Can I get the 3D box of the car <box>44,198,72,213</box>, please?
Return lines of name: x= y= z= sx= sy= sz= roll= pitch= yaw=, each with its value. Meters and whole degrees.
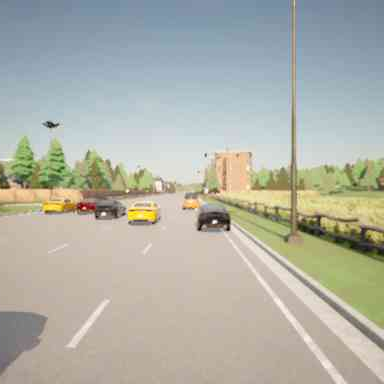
car: x=-13.970 y=1.392 z=35.400 sx=1.882 sy=1.535 sz=5.008 roll=0 pitch=0 yaw=0

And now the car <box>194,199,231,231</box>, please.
car: x=1.226 y=1.429 z=20.258 sx=1.882 sy=1.535 sz=5.008 roll=0 pitch=0 yaw=0

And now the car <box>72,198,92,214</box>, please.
car: x=-10.467 y=1.393 z=34.826 sx=1.882 sy=1.535 sz=5.008 roll=0 pitch=0 yaw=0

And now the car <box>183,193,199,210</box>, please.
car: x=-0.067 y=1.249 z=42.326 sx=2.097 sy=1.767 sz=4.553 roll=0 pitch=0 yaw=0

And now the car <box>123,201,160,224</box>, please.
car: x=-3.422 y=1.418 z=24.401 sx=1.882 sy=1.535 sz=5.008 roll=0 pitch=0 yaw=0

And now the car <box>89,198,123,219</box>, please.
car: x=-6.938 y=1.436 z=28.526 sx=1.837 sy=1.490 sz=4.892 roll=0 pitch=0 yaw=0

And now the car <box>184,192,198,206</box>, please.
car: x=-0.159 y=1.094 z=52.453 sx=2.150 sy=2.045 sz=5.566 roll=0 pitch=0 yaw=0
